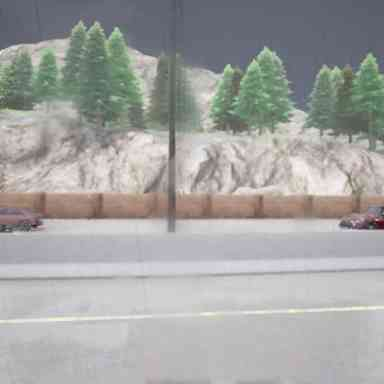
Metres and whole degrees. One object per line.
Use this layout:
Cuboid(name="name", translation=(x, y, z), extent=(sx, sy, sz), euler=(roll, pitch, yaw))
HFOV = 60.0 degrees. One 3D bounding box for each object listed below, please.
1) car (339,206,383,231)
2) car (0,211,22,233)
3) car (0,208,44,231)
Cuboid(name="car", translation=(11.439, 1.657, 20.327), extent=(4.553, 1.767, 2.097), euler=(1, -1, -9))
Cuboid(name="car", translation=(-9.909, 1.633, 14.067), extent=(4.181, 1.385, 1.994), euler=(1, -1, -6))
Cuboid(name="car", translation=(-11.598, 1.692, 20.926), extent=(4.181, 1.385, 1.994), euler=(1, -1, -6))
